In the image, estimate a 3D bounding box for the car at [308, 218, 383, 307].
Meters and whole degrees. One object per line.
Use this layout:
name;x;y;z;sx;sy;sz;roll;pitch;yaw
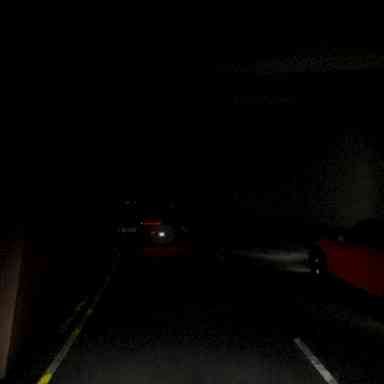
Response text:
car;4.231;1.318;6.952;2.097;1.767;4.553;0;0;-5

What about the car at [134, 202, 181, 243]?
car;-1.674;1.453;15.897;1.837;1.490;4.892;0;0;-11

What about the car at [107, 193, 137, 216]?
car;-7.202;1.120;34.072;2.150;2.045;5.566;0;0;-24

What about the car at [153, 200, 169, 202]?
car;-3.243;1.492;33.600;1.895;1.301;4.718;0;0;-23

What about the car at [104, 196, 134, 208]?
car;-10.049;1.343;45.418;1.882;1.535;5.008;0;0;-42
